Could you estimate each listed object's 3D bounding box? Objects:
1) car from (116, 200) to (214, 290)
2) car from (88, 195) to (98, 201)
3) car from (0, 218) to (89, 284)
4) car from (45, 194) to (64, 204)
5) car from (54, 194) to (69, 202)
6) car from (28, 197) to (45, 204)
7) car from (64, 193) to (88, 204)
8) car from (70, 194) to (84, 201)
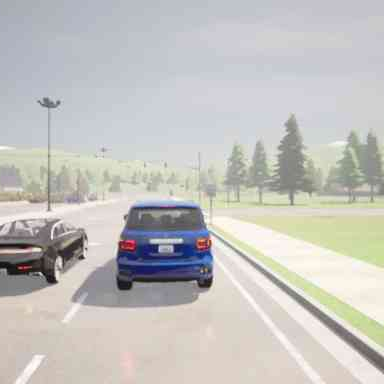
[{"bbox_3d":[-0.760,1.215,9.265,2.150,2.045,5.566,0,0,-5],"label":"car"},{"bbox_3d":[-23.666,1.463,79.245,2.128,1.511,4.902,0,0,-5],"label":"car"},{"bbox_3d":[-4.295,1.484,9.487,2.128,1.511,4.902,0,0,-5],"label":"car"},{"bbox_3d":[-25.721,1.303,63.544,2.097,1.767,4.553,0,0,-5],"label":"car"},{"bbox_3d":[-30.613,1.293,78.352,2.097,1.767,4.553,0,0,-5],"label":"car"},{"bbox_3d":[-29.163,1.545,62.845,1.895,1.301,4.718,0,0,-5],"label":"car"},{"bbox_3d":[-22.242,1.170,63.916,2.150,2.045,5.566,0,0,-5],"label":"car"},{"bbox_3d":[-27.148,1.293,78.895,2.097,1.767,4.553,0,0,-5],"label":"car"}]
